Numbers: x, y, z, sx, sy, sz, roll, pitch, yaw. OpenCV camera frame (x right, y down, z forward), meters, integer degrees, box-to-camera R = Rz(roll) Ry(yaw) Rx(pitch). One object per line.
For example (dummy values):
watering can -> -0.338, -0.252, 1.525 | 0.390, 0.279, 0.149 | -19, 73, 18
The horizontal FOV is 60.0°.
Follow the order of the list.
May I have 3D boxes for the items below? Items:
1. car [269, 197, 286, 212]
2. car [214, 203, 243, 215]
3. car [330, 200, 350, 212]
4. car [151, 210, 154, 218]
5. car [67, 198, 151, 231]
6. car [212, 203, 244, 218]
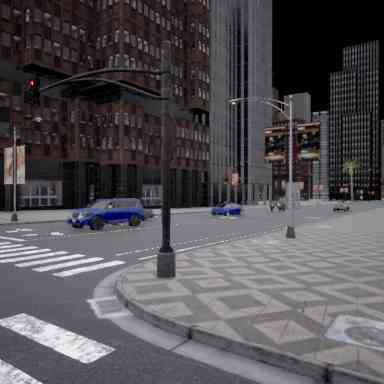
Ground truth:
car -> 13.622, 1.770, 50.176 | 2.150, 2.045, 5.566 | 0, -1, 35
car -> 4.862, 2.144, 43.535 | 1.994, 1.385, 4.181 | 0, -1, 35
car -> 24.184, 2.430, 53.688 | 2.033, 1.411, 5.357 | 0, -1, 34
car -> -5.609, 1.862, 28.723 | 2.033, 1.411, 5.357 | 0, -1, 35
car -> -5.733, 1.471, 22.924 | 2.150, 2.045, 5.566 | 0, -1, 35
car -> 4.017, 1.973, 36.718 | 1.882, 1.535, 5.008 | 0, -1, 35
